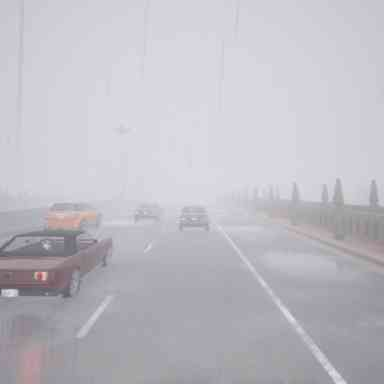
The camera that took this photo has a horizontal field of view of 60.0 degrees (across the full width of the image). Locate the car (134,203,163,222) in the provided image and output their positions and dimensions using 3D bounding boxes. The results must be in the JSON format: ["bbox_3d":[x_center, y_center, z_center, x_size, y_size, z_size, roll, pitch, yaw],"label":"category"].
[{"bbox_3d":[-3.380,1.548,26.460,2.033,1.411,5.357,0,0,0],"label":"car"}]

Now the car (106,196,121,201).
[{"bbox_3d":[-13.989,1.496,59.363,1.882,1.535,5.008,0,0,1],"label":"car"}]

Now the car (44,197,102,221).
[{"bbox_3d":[-6.885,1.351,19.688,2.097,1.767,4.553,0,0,0],"label":"car"}]

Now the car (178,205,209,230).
[{"bbox_3d":[0.115,1.548,20.968,2.033,1.411,5.357,0,0,0],"label":"car"}]

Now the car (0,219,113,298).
[{"bbox_3d":[-3.394,1.600,8.448,1.895,1.301,4.718,0,0,0],"label":"car"}]

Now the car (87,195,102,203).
[{"bbox_3d":[-20.944,1.519,71.524,1.882,1.535,5.008,0,0,0],"label":"car"}]
